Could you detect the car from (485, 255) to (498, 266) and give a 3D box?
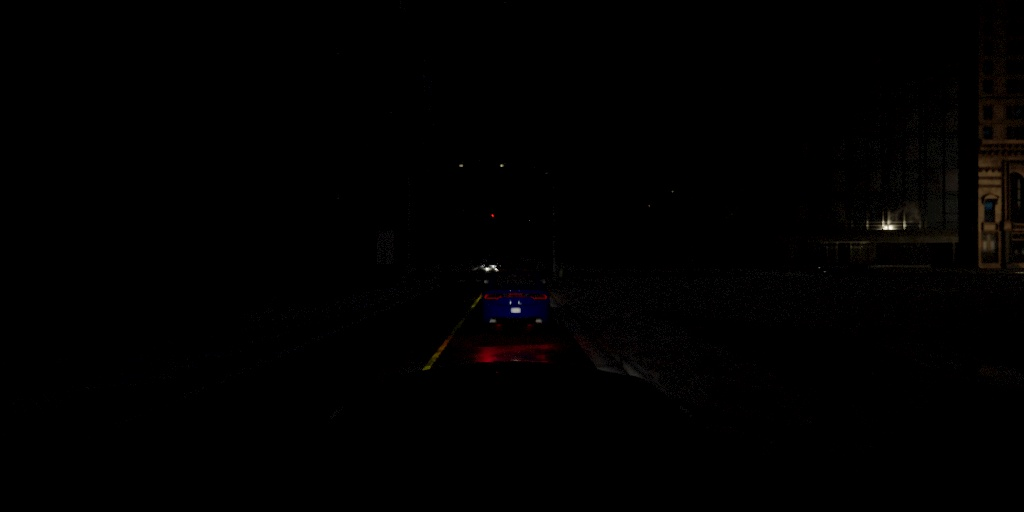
[{"bbox_3d":[-3.096,0.792,57.551,2.150,2.045,5.566,0,0,0],"label":"car"}]

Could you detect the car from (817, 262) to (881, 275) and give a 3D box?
[{"bbox_3d":[32.709,1.219,34.946,4.718,1.301,1.895,0,0,0],"label":"car"}]

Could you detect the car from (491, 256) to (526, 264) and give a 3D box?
[{"bbox_3d":[0.143,1.032,20.903,2.097,1.767,4.553,0,0,2],"label":"car"}]

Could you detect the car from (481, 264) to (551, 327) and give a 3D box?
[{"bbox_3d":[0.095,1.191,11.418,1.882,1.535,5.008,0,0,0],"label":"car"}]
